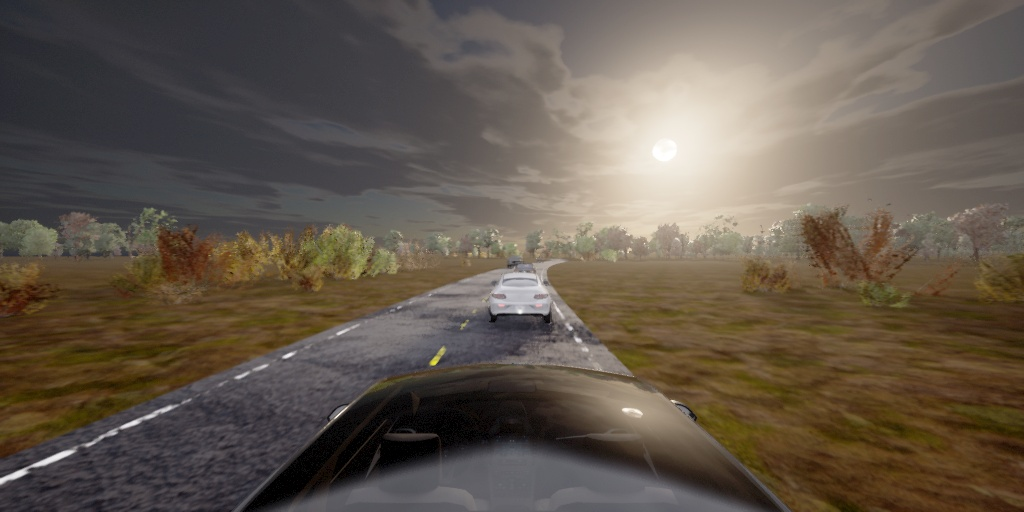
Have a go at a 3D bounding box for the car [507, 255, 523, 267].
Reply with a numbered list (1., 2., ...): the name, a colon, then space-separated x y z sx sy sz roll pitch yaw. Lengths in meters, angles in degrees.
1. car: 0.566 0.885 56.226 2.150 2.045 5.566 0 0 8

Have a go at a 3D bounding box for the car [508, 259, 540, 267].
1. car: 1.115 1.255 29.858 2.033 1.411 5.357 0 0 4

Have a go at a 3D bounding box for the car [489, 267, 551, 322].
1. car: 0.272 1.260 12.085 1.812 1.442 4.674 0 0 1
